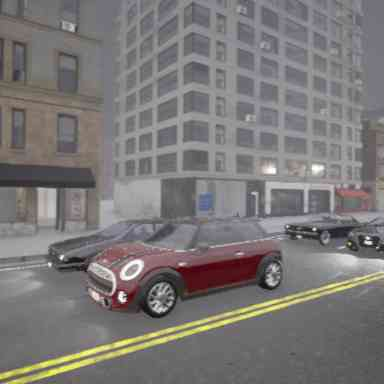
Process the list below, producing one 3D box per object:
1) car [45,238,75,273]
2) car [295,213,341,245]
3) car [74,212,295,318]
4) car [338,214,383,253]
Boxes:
[{"bbox_3d":[-1.621,1.585,10.465,5.357,1.411,2.033,1,0,-35],"label":"car"},{"bbox_3d":[6.647,1.719,16.282,4.718,1.301,1.895,1,0,-35],"label":"car"},{"bbox_3d":[-0.003,1.386,7.620,4.553,1.767,2.097,1,0,-36],"label":"car"},{"bbox_3d":[8.051,1.677,13.292,4.181,1.385,1.994,1,0,-35],"label":"car"}]
